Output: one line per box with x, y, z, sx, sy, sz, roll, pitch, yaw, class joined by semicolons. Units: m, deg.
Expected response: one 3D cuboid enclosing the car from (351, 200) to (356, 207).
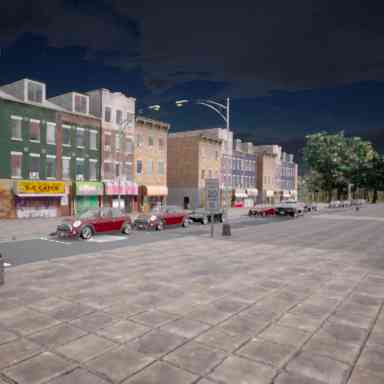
32.985;2.491;70.774;1.802;1.307;4.206;0;-1;36;car

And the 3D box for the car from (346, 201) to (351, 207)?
29.805;2.407;66.368;1.947;1.339;4.313;0;-1;36;car

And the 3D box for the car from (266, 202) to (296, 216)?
10.722;1.994;39.929;2.008;1.369;4.403;0;-1;36;car

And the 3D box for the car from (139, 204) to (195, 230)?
-1.999;1.629;22.304;1.967;1.590;4.097;0;0;36;car

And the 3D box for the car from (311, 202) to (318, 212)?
17.083;2.140;48.742;1.947;1.339;4.313;0;-1;36;car

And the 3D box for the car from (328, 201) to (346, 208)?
26.625;2.324;61.962;2.008;1.369;4.403;0;-1;36;car

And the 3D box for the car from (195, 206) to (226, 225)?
1.180;1.817;26.710;1.947;1.339;4.313;0;-1;36;car

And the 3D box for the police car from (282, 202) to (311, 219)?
10.482;1.858;35.073;1.930;1.638;5.238;1;0;36;police car

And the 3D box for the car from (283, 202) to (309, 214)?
13.902;2.053;44.336;1.887;1.381;4.507;0;-1;36;car

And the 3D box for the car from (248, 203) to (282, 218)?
7.541;1.923;35.523;1.887;1.381;4.507;0;-1;36;car

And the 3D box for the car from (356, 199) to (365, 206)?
39.347;2.612;79.588;1.947;1.339;4.313;0;-1;36;car

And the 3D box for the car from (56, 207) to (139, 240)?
-5.180;1.568;17.898;1.967;1.590;4.097;0;0;36;car
